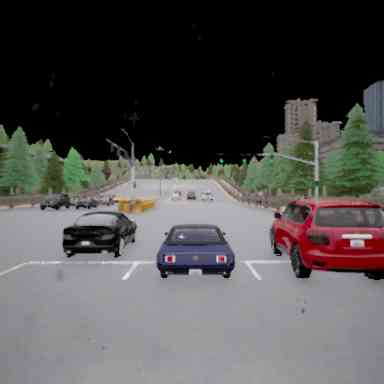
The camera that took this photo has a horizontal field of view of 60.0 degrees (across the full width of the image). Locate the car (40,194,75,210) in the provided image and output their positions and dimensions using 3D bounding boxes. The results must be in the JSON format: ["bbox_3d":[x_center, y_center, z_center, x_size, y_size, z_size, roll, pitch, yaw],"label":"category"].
[{"bbox_3d":[-17.597,1.249,43.171,2.150,2.045,5.566,0,0,0],"label":"car"}]

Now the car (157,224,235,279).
[{"bbox_3d":[0.095,1.607,10.069,1.895,1.301,4.718,0,0,0],"label":"car"}]

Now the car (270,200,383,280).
[{"bbox_3d":[3.862,1.230,10.115,2.150,2.045,5.566,0,0,4],"label":"car"}]

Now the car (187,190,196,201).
[{"bbox_3d":[-0.100,0.880,74.881,2.097,1.767,4.553,0,4,0],"label":"car"}]

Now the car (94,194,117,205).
[{"bbox_3d":[-14.068,1.560,54.339,1.812,1.442,4.674,0,0,0],"label":"car"}]

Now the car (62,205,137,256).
[{"bbox_3d":[-3.401,1.486,13.103,1.882,1.535,5.008,0,0,0],"label":"car"}]

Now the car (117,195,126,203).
[{"bbox_3d":[-14.045,1.444,64.524,1.882,1.535,5.008,0,1,0],"label":"car"}]

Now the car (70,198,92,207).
[{"bbox_3d":[-17.571,1.634,52.936,1.895,1.301,4.718,0,0,0],"label":"car"}]

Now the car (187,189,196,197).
[{"bbox_3d":[-0.155,0.216,85.072,2.128,1.511,4.902,0,7,0],"label":"car"}]

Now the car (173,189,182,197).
[{"bbox_3d":[-3.655,0.216,85.053,2.128,1.511,4.902,0,7,0],"label":"car"}]

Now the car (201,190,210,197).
[{"bbox_3d":[3.351,0.399,83.976,1.895,1.301,4.718,0,7,0],"label":"car"}]

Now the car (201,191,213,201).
[{"bbox_3d":[3.407,0.840,73.517,2.150,2.045,5.566,0,3,0],"label":"car"}]

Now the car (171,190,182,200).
[{"bbox_3d":[-3.600,1.050,74.831,1.812,1.442,4.674,0,4,0],"label":"car"}]

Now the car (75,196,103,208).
[{"bbox_3d":[-14.089,1.576,44.935,2.033,1.411,5.357,0,0,0],"label":"car"}]

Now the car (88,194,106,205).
[{"bbox_3d":[-17.530,1.366,61.712,2.097,1.767,4.553,0,1,0],"label":"car"}]

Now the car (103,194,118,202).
[{"bbox_3d":[-17.585,1.212,71.933,2.128,1.511,4.902,0,2,0],"label":"car"}]
